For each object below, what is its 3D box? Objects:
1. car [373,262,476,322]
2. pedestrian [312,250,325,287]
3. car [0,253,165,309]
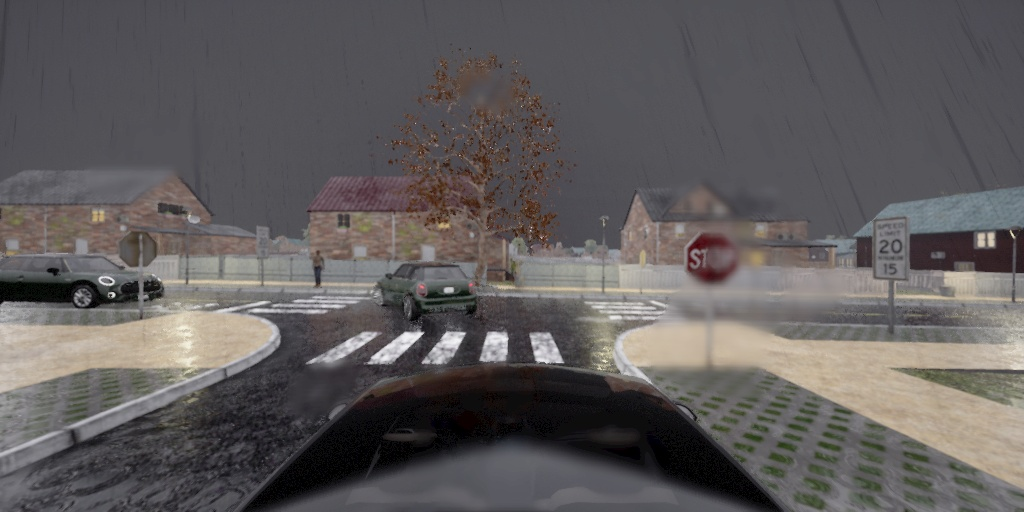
[{"bbox_3d":[-3.072,0.971,12.157,2.097,1.767,4.553,0,1,-35],"label":"car"},{"bbox_3d":[-9.698,0.599,17.912,0.375,1.860,0.375,0,-1,0],"label":"pedestrian"},{"bbox_3d":[-14.580,0.736,12.023,4.553,1.767,2.097,1,0,0],"label":"car"}]
